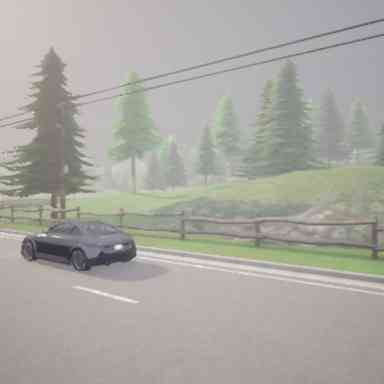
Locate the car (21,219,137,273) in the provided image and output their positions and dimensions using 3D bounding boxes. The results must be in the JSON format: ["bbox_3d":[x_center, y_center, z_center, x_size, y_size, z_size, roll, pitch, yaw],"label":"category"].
[{"bbox_3d":[-3.800,1.610,11.004,4.181,1.385,1.994,0,0,36],"label":"car"}]
